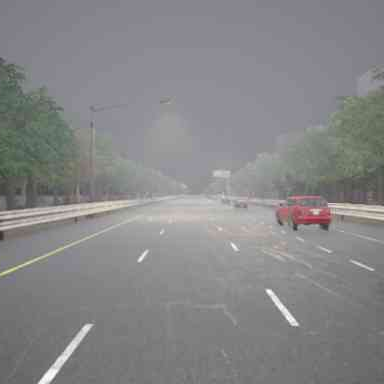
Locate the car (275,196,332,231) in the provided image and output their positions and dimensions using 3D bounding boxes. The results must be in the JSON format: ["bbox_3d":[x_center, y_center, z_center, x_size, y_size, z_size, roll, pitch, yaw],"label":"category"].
[{"bbox_3d":[7.033,1.300,21.504,2.150,2.045,5.566,0,0,0],"label":"car"}]

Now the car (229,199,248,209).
[{"bbox_3d":[7.154,1.783,49.731,1.812,1.442,4.674,0,-1,0],"label":"car"}]

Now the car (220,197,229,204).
[{"bbox_3d":[7.324,1.934,73.651,2.128,1.511,4.902,0,0,1],"label":"car"}]
